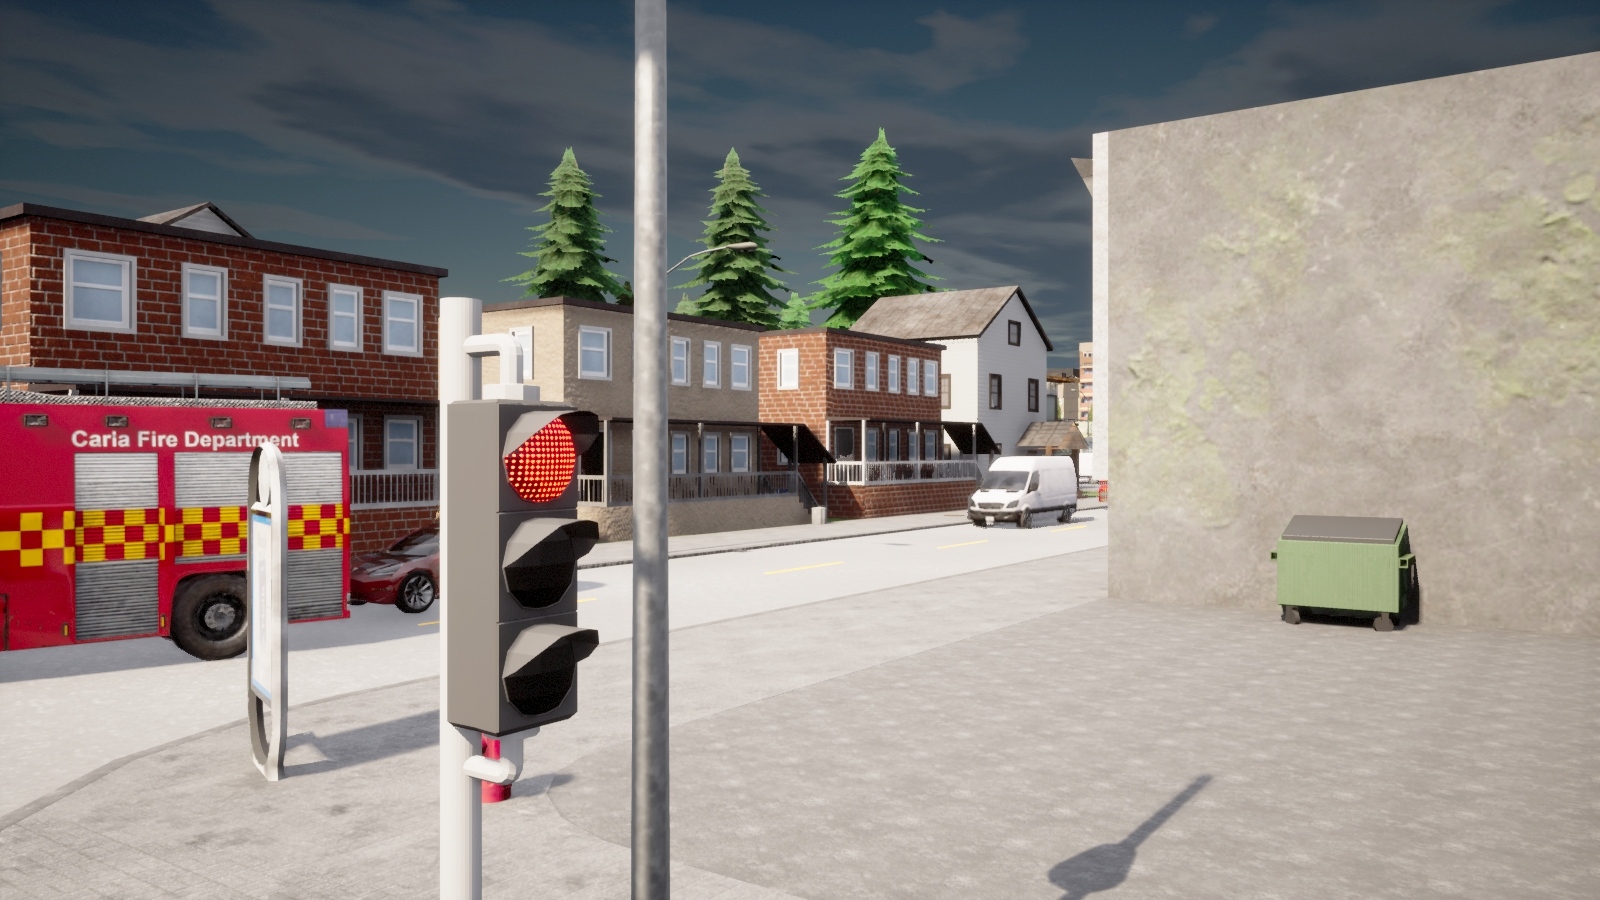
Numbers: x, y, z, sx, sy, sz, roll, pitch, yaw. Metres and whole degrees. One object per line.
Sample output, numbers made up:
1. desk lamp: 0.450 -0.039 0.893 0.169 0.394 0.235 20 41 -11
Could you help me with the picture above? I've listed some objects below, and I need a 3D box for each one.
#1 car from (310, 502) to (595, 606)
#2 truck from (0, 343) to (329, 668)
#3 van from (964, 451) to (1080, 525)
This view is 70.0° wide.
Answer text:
1. car: -6.352 1.835 21.421 2.163 1.488 4.792 0 0 35
2. truck: -10.722 0.661 14.243 8.468 3.827 2.891 0 0 -40
3. van: 8.304 1.307 42.320 1.988 2.561 5.915 0 0 35
